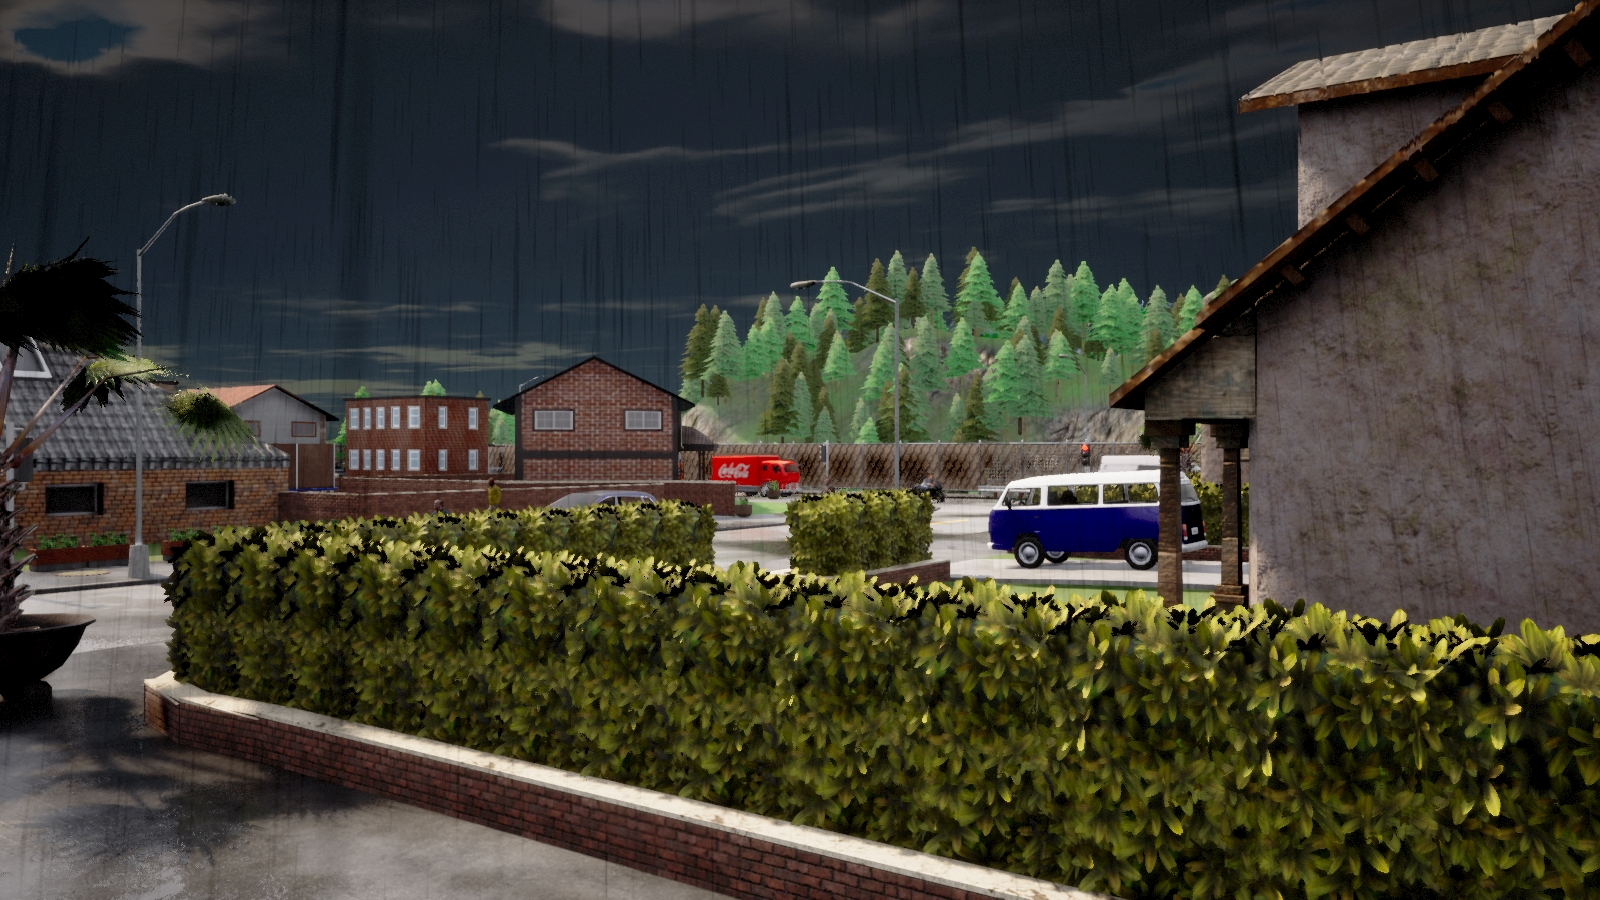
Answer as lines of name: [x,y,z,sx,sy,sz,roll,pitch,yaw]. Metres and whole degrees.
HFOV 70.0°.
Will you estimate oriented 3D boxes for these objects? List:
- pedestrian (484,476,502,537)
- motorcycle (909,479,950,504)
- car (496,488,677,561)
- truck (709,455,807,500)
pedestrian: [-9.443,1.732,35.142,0.375,1.860,0.375,0,0,35]
motorcycle: [6.774,2.174,59.749,2.033,1.199,0.803,0,2,44]
car: [-5.756,1.958,31.296,2.242,1.667,4.611,0,0,35]
truck: [-2.477,1.551,66.615,5.204,2.467,2.627,0,0,35]
